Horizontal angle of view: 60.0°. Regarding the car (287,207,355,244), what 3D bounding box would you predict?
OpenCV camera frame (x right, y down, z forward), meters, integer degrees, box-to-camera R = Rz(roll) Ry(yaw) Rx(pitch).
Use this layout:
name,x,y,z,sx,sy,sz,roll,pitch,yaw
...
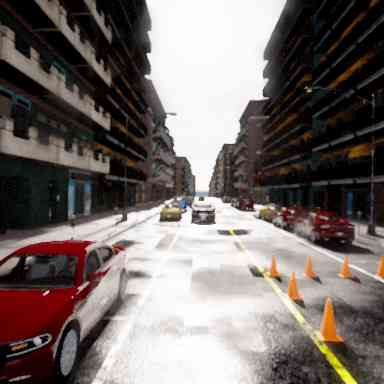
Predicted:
name,x,y,z,sx,sy,sz,roll,pitch,yaw
car,6.413,1.663,16.524,1.887,1.381,4.507,1,0,1

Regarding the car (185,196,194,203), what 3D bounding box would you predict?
name,x,y,z,sx,sy,sz,roll,pitch,yaw
car,-0.562,1.672,73.187,1.752,1.417,4.829,1,0,1

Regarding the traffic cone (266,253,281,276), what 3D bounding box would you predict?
name,x,y,z,sx,sy,sz,roll,pitch,yaw
traffic cone,2.262,2.000,9.265,0.340,0.580,0.340,1,0,1

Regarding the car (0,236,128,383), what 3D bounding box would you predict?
name,x,y,z,sx,sy,sz,roll,pitch,yaw
car,-2.245,1.514,5.434,1.887,1.381,4.507,1,0,1

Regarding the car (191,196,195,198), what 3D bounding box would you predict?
name,x,y,z,sx,sy,sz,roll,pitch,yaw
car,-0.978,1.524,56.376,1.967,1.590,4.097,1,0,1

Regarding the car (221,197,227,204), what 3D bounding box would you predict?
name,x,y,z,sx,sy,sz,roll,pitch,yaw
car,7.819,1.721,73.124,1.967,1.590,4.097,1,0,1

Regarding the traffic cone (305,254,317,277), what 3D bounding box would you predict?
name,x,y,z,sx,sy,sz,roll,pitch,yaw
traffic cone,3.261,2.016,9.240,0.340,0.580,0.340,1,0,1

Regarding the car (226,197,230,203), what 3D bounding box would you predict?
name,x,y,z,sx,sy,sz,roll,pitch,yaw
car,7.397,1.768,56.143,2.008,1.369,4.403,1,0,1

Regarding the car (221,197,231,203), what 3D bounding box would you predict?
name,x,y,z,sx,sy,sz,roll,pitch,yaw
car,7.958,1.872,78.781,1.947,1.339,4.313,1,0,1

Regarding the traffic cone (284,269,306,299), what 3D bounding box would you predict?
name,x,y,z,sx,sy,sz,roll,pitch,yaw
traffic cone,2.212,1.998,7.265,0.340,0.580,0.340,1,0,1

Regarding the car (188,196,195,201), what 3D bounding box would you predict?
name,x,y,z,sx,sy,sz,roll,pitch,yaw
car,-0.138,1.810,90.336,1.802,1.307,4.206,1,0,1

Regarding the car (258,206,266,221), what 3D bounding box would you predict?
name,x,y,z,sx,sy,sz,roll,pitch,yaw
car,6.698,1.661,28.014,1.752,1.417,4.829,1,0,1

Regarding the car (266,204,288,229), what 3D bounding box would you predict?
name,x,y,z,sx,sy,sz,roll,pitch,yaw
car,6.553,1.670,22.188,1.887,1.381,4.507,1,0,1

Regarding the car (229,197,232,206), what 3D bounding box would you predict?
name,x,y,z,sx,sy,sz,roll,pitch,yaw
car,7.256,1.749,50.484,2.008,1.369,4.403,1,0,1

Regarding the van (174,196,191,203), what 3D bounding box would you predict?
name,x,y,z,sx,sy,sz,roll,pitch,yaw
van,-1.399,1.371,39.396,1.690,1.788,3.998,1,0,1

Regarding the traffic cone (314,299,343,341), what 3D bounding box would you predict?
name,x,y,z,sx,sy,sz,roll,pitch,yaw
traffic cone,2.162,1.995,5.267,0.340,0.580,0.340,1,0,1

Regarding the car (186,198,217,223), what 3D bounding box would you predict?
name,x,y,z,sx,sy,sz,roll,pitch,yaw
car,0.875,1.532,26.198,2.128,1.511,4.902,1,0,2

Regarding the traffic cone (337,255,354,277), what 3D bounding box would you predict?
name,x,y,z,sx,sy,sz,roll,pitch,yaw
traffic cone,4.261,2.032,9.215,0.340,0.580,0.340,1,0,1

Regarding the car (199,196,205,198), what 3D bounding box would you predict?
name,x,y,z,sx,sy,sz,roll,pitch,yaw
car,2.581,1.815,91.285,1.812,1.442,4.674,1,0,1

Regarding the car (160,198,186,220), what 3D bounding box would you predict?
name,x,y,z,sx,sy,sz,roll,pitch,yaw
car,-1.686,1.527,27.906,1.752,1.417,4.829,1,0,1

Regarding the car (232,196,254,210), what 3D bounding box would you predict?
name,x,y,z,sx,sy,sz,roll,pitch,yaw
car,7.118,1.495,44.824,2.192,1.841,5.009,1,0,1

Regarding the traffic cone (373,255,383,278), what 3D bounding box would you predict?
name,x,y,z,sx,sy,sz,roll,pitch,yaw
traffic cone,5.260,2.048,9.190,0.340,0.580,0.340,1,0,1
